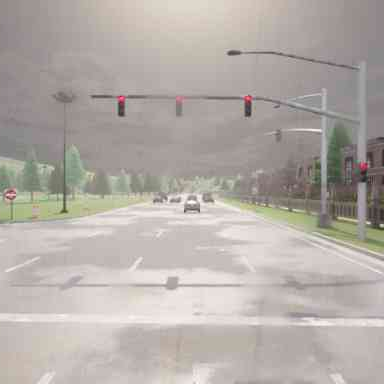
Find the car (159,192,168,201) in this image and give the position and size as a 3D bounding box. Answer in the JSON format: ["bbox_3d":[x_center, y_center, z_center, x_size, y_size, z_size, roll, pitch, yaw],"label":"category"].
[{"bbox_3d":[-6.962,1.057,78.565,2.150,2.045,5.566,0,0,0],"label":"car"}]

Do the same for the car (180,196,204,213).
[{"bbox_3d":[0.018,1.547,37.499,2.033,1.411,5.357,0,0,0],"label":"car"}]

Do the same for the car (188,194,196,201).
[{"bbox_3d":[0.038,1.332,78.532,1.837,1.490,4.892,0,0,0],"label":"car"}]

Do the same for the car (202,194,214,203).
[{"bbox_3d":[3.533,1.601,68.557,1.895,1.301,4.718,0,0,0],"label":"car"}]

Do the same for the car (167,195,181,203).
[{"bbox_3d":[-3.467,1.564,68.530,1.994,1.385,4.181,0,0,0],"label":"car"}]

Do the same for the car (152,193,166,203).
[{"bbox_3d":[-6.967,1.525,68.532,1.812,1.442,4.674,0,0,0],"label":"car"}]

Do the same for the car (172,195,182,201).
[{"bbox_3d":[-3.462,1.372,78.533,2.033,1.411,5.357,0,0,0],"label":"car"}]

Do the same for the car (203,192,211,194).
[{"bbox_3d":[3.538,1.057,78.560,2.150,2.045,5.566,0,0,0],"label":"car"}]

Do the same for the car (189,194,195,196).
[{"bbox_3d":[0.033,1.352,68.499,2.097,1.767,4.553,0,0,0],"label":"car"}]
